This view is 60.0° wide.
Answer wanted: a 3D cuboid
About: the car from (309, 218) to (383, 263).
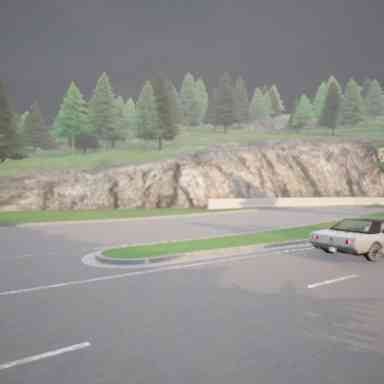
[{"bbox_3d":[6.583,1.602,11.988,4.718,1.301,1.895,0,0,-28],"label":"car"}]
